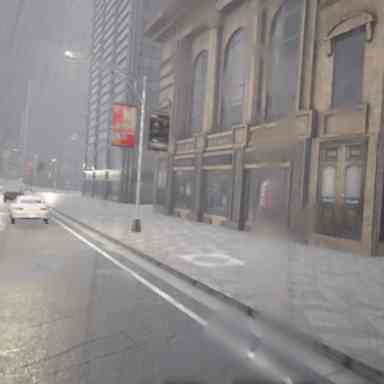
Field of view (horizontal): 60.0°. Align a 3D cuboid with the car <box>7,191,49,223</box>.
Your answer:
[{"bbox_3d":[-9.351,0.934,19.032,1.812,1.442,4.674,3,0,-30],"label":"car"}]

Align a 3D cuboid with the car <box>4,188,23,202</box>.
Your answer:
[{"bbox_3d":[-19.104,0.281,35.772,1.882,1.535,5.008,3,0,-30],"label":"car"}]
